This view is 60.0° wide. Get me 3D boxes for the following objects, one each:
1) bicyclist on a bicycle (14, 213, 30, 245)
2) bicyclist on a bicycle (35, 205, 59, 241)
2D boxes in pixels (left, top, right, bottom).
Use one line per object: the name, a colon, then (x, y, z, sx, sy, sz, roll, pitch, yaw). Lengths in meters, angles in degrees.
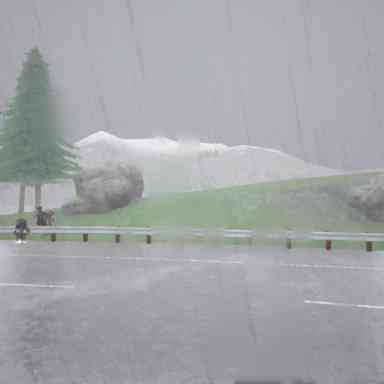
bicyclist on a bicycle: (-7.529, 1.726, 14.650, 0.582, 1.656, 1.620, 0, -1, -29)
bicyclist on a bicycle: (-6.753, 1.335, 15.297, 1.620, 1.656, 0.582, 45, 23, 23)
